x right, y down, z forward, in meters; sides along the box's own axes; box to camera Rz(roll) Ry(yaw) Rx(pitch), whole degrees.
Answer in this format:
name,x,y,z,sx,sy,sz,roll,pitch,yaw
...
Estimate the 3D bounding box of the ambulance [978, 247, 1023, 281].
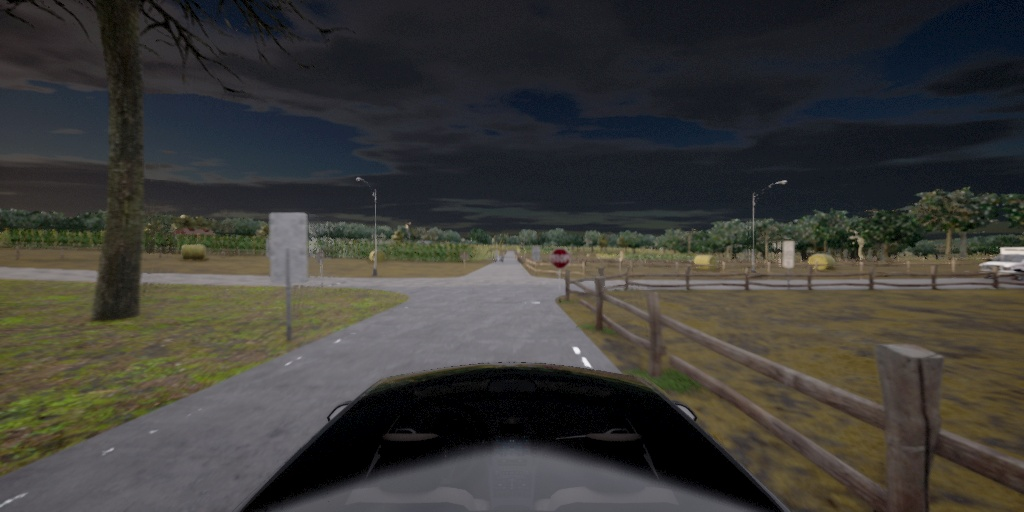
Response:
name,x,y,z,sx,sy,sz,roll,pitch,yaw
ambulance,39.370,0.558,27.055,6.366,2.431,2.351,-1,1,0
